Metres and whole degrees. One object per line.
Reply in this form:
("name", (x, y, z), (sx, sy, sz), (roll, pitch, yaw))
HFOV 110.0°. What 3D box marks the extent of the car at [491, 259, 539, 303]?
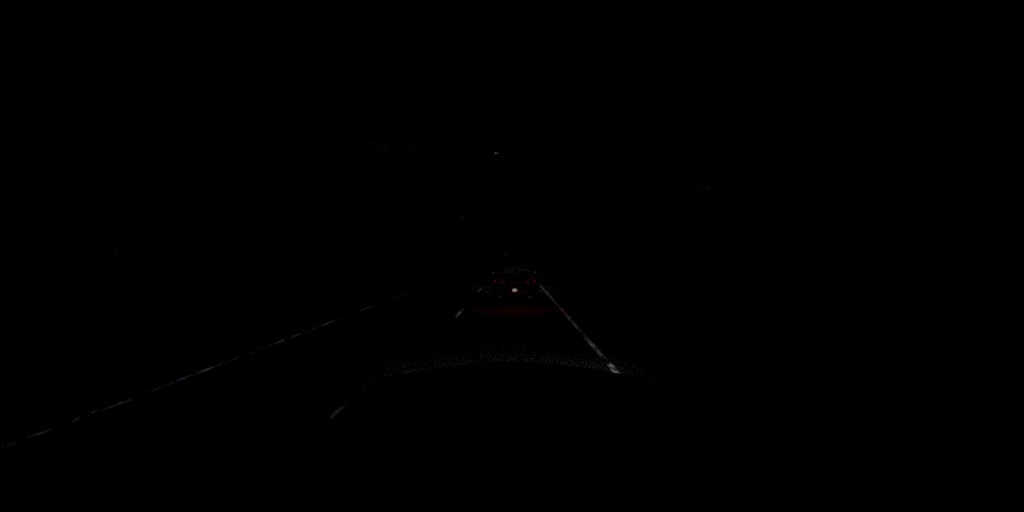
("car", (0.103, 1.094, 15.834), (1.882, 1.535, 5.008), (0, 1, 0))
